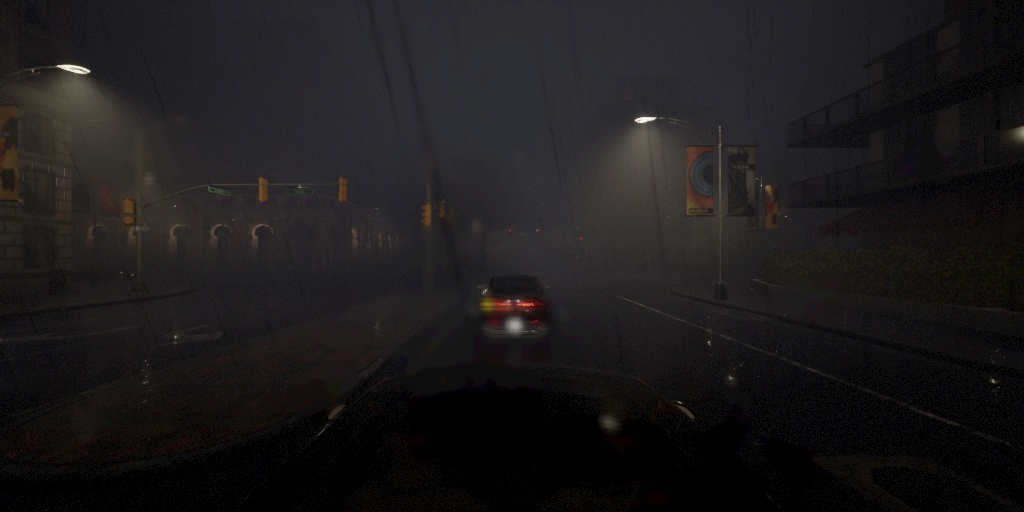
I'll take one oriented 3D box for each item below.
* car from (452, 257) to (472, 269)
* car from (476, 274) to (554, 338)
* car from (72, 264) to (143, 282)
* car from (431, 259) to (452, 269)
[{"bbox_3d":[-8.040,1.276,58.371,1.812,1.442,4.674,0,0,0],"label":"car"},{"bbox_3d":[0.079,1.255,10.174,1.837,1.490,4.892,0,0,0],"label":"car"},{"bbox_3d":[-32.269,1.314,28.588,4.181,1.385,1.994,0,0,0],"label":"car"},{"bbox_3d":[-11.530,1.276,58.597,1.812,1.442,4.674,0,0,0],"label":"car"}]
